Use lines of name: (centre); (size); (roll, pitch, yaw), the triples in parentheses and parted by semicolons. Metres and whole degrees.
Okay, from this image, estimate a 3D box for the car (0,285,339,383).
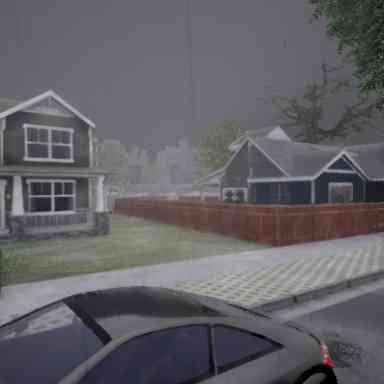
car: (-0.728, 1.565, 2.549); (4.181, 1.385, 1.994); (0, 0, -35)
